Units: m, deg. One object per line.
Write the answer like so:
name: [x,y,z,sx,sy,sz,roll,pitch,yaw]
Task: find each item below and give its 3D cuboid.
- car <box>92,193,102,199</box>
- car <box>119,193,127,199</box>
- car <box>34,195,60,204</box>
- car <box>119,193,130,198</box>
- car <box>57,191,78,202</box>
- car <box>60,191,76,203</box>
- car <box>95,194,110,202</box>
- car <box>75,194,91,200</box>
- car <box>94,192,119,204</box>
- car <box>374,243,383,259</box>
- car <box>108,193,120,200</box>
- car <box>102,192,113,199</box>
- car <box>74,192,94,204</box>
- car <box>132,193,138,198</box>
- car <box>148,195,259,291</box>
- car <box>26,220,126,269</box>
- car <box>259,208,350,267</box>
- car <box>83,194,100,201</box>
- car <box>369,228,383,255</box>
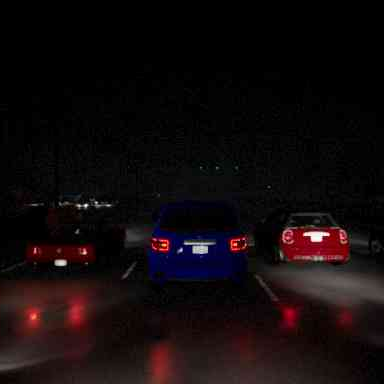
car: [-26.233,1.058,91.870,2.128,1.511,4.902,0,0,-7]
car: [-19.352,1.003,93.197,1.882,1.535,5.008,0,0,-7]
car: [-25.104,1.288,57.104,2.033,1.411,5.357,0,0,0]
car: [-14.654,1.215,68.094,2.033,1.411,5.357,0,0,-1]
car: [-25.148,0.904,67.488,2.150,2.045,5.566,0,0,-1]
car: [-21.612,0.948,59.439,2.150,2.045,5.566,0,0,0]
car: [-18.149,1.202,67.648,1.812,1.442,4.674,0,0,-1]
car: [-25.258,1.158,77.604,2.033,1.411,5.357,0,0,-1]
car: [-14.630,0.960,57.391,2.150,2.045,5.566,0,0,-1]
car: [3.596,1.490,2.107,2.128,1.511,4.902,0,0,0]
car: [-18.260,1.116,78.010,1.837,1.490,4.892,0,0,-1]
car: [-22.057,0.918,86.911,2.097,1.767,4.553,0,0,-3]
car: [-18.113,1.230,57.489,2.128,1.511,4.902,0,0,0]
car: [-14.761,1.156,77.979,2.033,1.411,5.357,0,0,-1]
car: [0.051,1.209,9.142,2.150,2.045,5.566,0,0,-2]
car: [-3.481,1.585,11.044,1.895,1.301,4.718,0,0,0]
car: [3.514,1.334,11.542,2.097,1.767,4.553,0,0,0]
car: [-21.697,1.191,72.106,2.033,1.411,5.357,0,0,-1]
car: [7.026,1.478,9.556,2.128,1.511,4.902,0,0,0]
